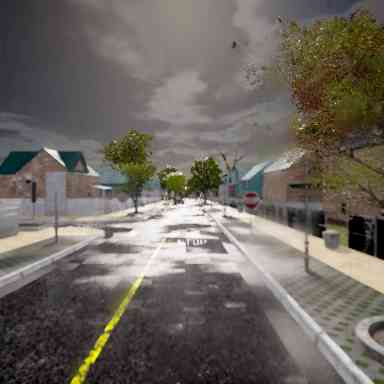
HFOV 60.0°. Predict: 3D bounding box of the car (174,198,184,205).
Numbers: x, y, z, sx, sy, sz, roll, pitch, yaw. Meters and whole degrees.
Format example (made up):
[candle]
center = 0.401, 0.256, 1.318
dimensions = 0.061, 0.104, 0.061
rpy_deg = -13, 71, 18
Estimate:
[car]
center = -2.740, 2.048, 71.146
dimensions = 1.994, 1.385, 4.181
rpy_deg = 0, 0, 0
